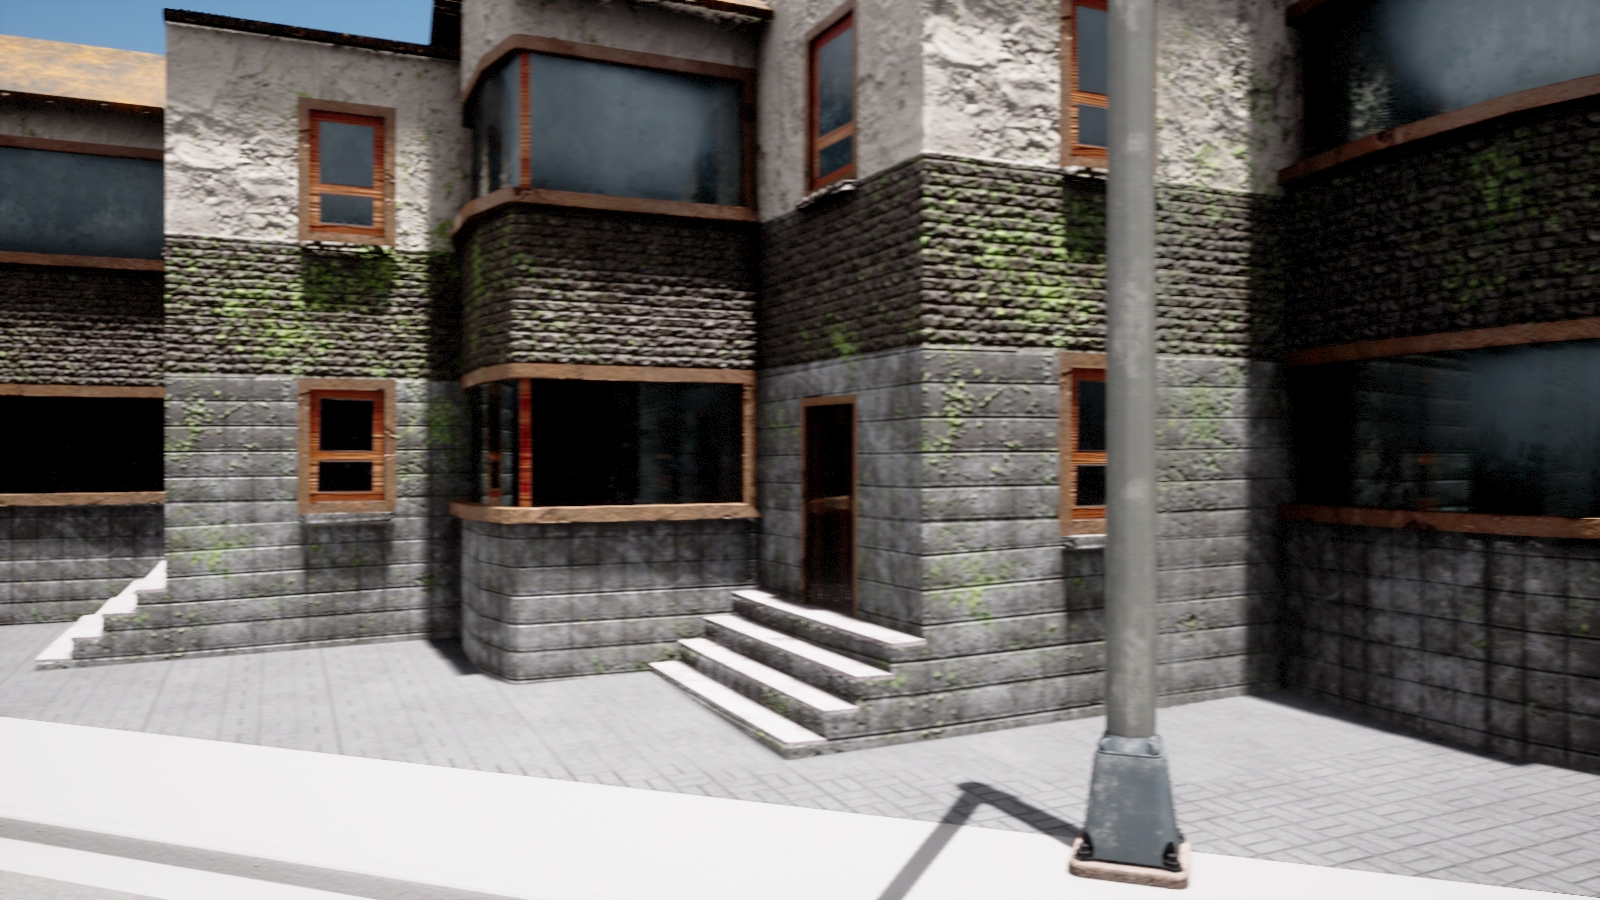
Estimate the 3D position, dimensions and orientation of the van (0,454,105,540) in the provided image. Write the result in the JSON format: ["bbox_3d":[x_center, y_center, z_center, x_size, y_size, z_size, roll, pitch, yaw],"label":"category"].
[{"bbox_3d":[-25.014,1.442,35.220,5.915,2.561,1.988,-1,0,-25],"label":"van"}]
